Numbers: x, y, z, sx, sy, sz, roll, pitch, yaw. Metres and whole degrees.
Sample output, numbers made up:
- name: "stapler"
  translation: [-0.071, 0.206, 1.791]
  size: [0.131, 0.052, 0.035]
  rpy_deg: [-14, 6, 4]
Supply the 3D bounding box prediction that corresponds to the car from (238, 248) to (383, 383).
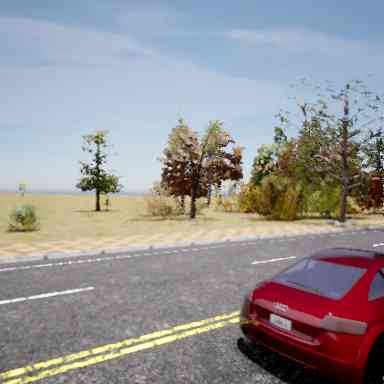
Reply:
- name: "car"
  translation: [2.756, 1.619, 5.306]
  size: [4.181, 1.385, 1.994]
  rpy_deg: [1, 0, -35]
